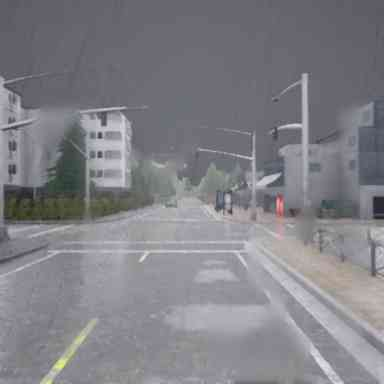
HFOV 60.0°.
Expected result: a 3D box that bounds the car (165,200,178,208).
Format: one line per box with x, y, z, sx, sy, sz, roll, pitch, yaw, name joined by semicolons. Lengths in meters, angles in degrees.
-3.513;2.078;57.250;1.994;1.385;4.181;0;0;0;car
